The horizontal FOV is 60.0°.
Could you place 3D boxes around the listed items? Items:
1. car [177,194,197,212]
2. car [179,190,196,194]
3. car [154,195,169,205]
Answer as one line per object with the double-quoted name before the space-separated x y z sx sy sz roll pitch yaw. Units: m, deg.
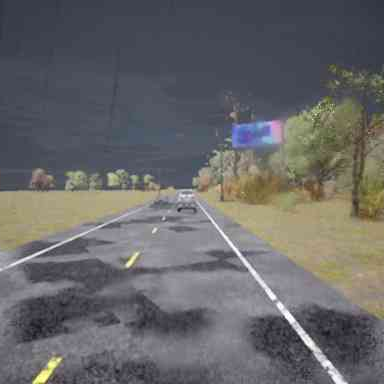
"car" -0.477 1.196 32.875 2.033 1.411 5.357 0 1 0
"car" -0.673 0.727 46.420 2.150 2.045 5.566 -1 1 0
"car" -4.235 1.123 46.921 1.994 1.385 4.181 -1 1 -1
